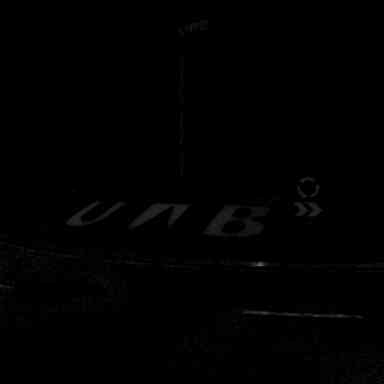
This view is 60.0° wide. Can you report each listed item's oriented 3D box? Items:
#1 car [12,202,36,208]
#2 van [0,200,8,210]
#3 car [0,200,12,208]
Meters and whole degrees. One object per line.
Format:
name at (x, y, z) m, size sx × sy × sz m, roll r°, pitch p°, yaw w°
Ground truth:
car at (-31.427, 2.374, 62.929) m, size 4.674 × 1.452 × 2.002 m, roll -4°, pitch -4°, yaw 35°
van at (-40.485, 2.708, 69.355) m, size 4.442 × 1.987 × 1.878 m, roll -4°, pitch -2°, yaw 35°
car at (-35.908, 2.660, 66.099) m, size 4.792 × 1.488 × 2.163 m, roll -4°, pitch -2°, yaw 35°
